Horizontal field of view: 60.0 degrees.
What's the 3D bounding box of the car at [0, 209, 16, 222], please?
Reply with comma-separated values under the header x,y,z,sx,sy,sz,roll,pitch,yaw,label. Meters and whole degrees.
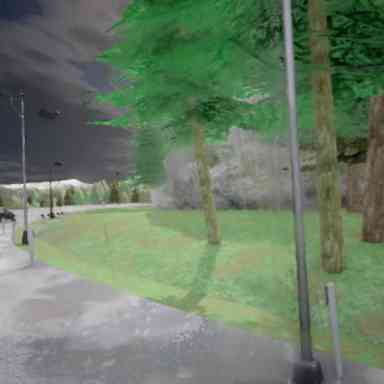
x,y,z,sx,sy,sz,roll,pitch,yaw,label
-21.165,2.557,36.700,1.812,1.442,4.674,-3,-1,-7,car
